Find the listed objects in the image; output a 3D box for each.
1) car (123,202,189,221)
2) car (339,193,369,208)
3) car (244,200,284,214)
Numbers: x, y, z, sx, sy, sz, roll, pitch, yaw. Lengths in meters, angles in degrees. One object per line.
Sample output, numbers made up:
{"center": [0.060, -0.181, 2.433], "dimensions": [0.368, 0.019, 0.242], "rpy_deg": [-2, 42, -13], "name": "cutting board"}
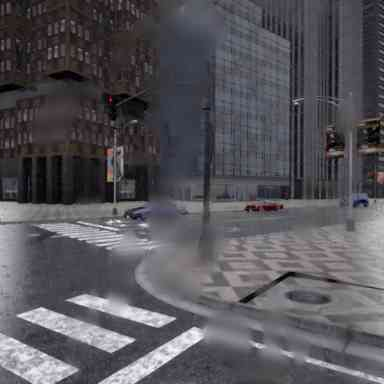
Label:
{"center": [-2.785, 1.477, 26.809], "dimensions": [5.357, 1.411, 2.033], "rpy_deg": [0, 0, -39], "name": "car"}
{"center": [23.649, 1.176, 48.357], "dimensions": [5.566, 2.045, 2.150], "rpy_deg": [0, 0, -39], "name": "car"}
{"center": [7.658, 1.540, 35.377], "dimensions": [4.718, 1.301, 1.895], "rpy_deg": [0, 0, -41], "name": "car"}
